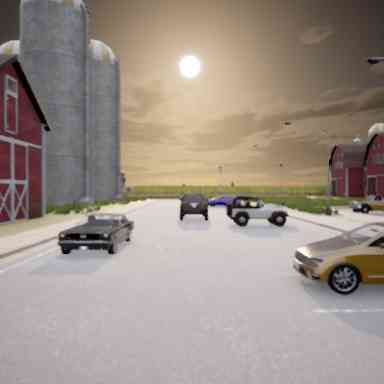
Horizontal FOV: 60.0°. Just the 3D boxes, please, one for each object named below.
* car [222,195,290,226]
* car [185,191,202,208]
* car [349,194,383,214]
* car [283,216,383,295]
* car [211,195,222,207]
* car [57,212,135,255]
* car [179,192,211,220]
[{"bbox_3d":[4.118,1.179,21.385,3.866,1.878,1.905,0,0,1],"label":"car"},{"bbox_3d":[0.189,0.941,44.712,2.150,2.045,5.566,0,1,0],"label":"car"},{"bbox_3d":[17.451,1.115,31.472,4.605,1.855,1.932,0,0,1],"label":"car"},{"bbox_3d":[4.581,1.456,7.900,4.193,1.474,1.816,0,0,1],"label":"car"},{"bbox_3d":[4.306,1.193,45.591,4.611,1.667,2.242,0,0,1],"label":"car"},{"bbox_3d":[-3.565,1.517,13.144,1.895,1.301,4.718,0,0,0],"label":"car"},{"bbox_3d":[0.151,1.056,26.755,2.150,2.045,5.566,0,1,0],"label":"car"}]
